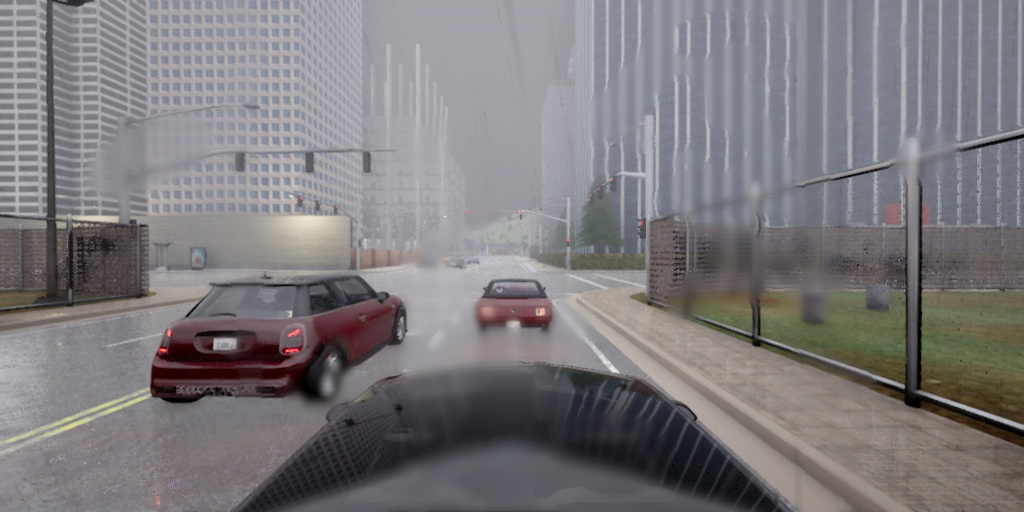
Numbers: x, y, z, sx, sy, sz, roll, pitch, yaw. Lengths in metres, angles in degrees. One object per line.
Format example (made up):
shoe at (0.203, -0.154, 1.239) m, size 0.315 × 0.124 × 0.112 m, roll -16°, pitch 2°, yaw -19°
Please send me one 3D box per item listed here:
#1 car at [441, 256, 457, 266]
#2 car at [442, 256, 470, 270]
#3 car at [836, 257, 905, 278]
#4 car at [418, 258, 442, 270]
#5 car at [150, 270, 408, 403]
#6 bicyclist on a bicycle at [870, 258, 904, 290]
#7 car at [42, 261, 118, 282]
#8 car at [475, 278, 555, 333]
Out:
car at (-10.592, 0.812, 60.525) m, size 1.882 × 1.535 × 5.008 m, roll 0°, pitch 0°, yaw 0°
car at (-7.111, 0.930, 45.893) m, size 2.128 × 1.511 × 4.902 m, roll 0°, pitch 0°, yaw 0°
car at (29.043, 0.852, 28.958) m, size 4.553 × 1.767 × 2.097 m, roll 0°, pitch 0°, yaw 0°
car at (-10.614, 1.001, 45.950) m, size 1.994 × 1.385 × 4.181 m, roll 0°, pitch 0°, yaw 0°
car at (-3.445, 1.069, 6.457) m, size 2.097 × 1.767 × 4.553 m, roll 0°, pitch 0°, yaw 0°
bicyclist on a bicycle at (18.794, 0.879, 17.994) m, size 0.582 × 1.620 × 1.656 m, roll 0°, pitch 0°, yaw 0°
car at (-30.191, 1.054, 25.353) m, size 4.674 × 1.442 × 1.812 m, roll 0°, pitch 0°, yaw 0°
car at (0.074, 1.289, 10.465) m, size 1.895 × 1.301 × 4.718 m, roll 0°, pitch 0°, yaw 0°
